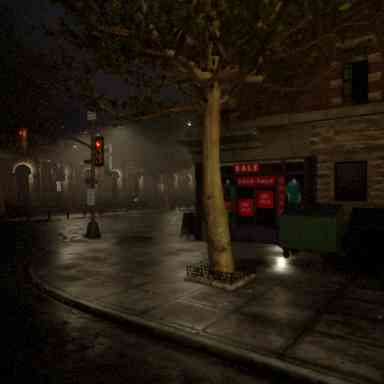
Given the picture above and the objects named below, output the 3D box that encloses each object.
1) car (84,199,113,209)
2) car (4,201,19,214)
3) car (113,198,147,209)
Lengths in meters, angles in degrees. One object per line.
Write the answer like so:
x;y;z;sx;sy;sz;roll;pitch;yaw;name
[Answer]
-12.153;1.595;45.125;1.895;1.301;4.718;0;0;36;car
-18.697;1.477;30.753;1.882;1.535;5.008;0;0;36;car
-8.120;1.563;45.316;1.994;1.385;4.181;0;0;36;car
